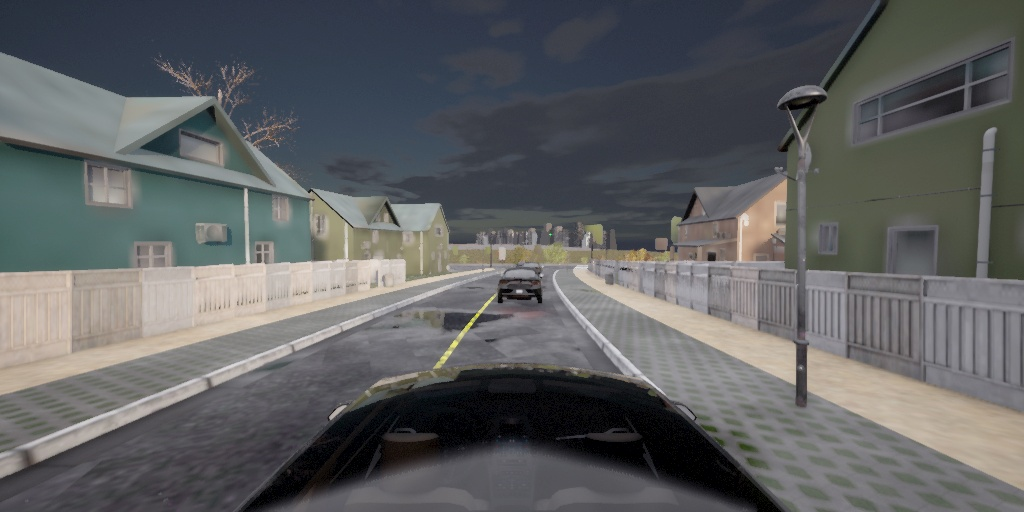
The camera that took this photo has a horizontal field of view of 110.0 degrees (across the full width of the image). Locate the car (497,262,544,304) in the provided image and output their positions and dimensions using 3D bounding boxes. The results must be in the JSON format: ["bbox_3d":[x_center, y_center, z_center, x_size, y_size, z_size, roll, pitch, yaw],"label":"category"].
[{"bbox_3d":[0.429,1.232,16.416,1.882,1.535,5.008,0,0,3],"label":"car"}]
